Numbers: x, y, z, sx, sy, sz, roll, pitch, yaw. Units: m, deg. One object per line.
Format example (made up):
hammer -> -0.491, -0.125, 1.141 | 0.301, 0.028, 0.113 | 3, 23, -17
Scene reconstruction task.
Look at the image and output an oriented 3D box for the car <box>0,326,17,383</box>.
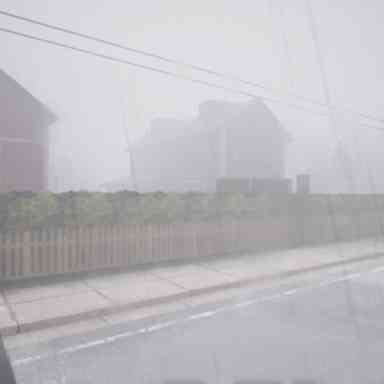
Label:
car -> -3.434, 1.583, 1.503 | 4.718, 1.301, 1.895 | 1, 0, -35
